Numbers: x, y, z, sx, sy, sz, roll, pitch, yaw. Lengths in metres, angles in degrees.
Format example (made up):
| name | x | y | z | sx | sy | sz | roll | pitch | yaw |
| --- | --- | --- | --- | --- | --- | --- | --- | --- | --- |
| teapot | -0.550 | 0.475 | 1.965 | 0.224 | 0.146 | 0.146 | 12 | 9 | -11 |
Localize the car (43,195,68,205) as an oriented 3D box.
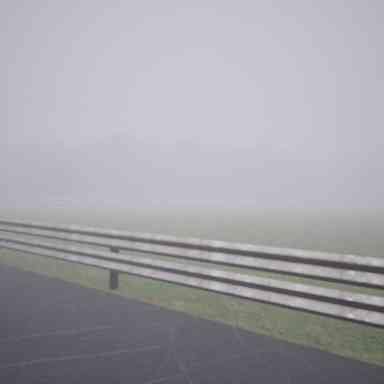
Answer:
| name | x | y | z | sx | sy | sz | roll | pitch | yaw |
| --- | --- | --- | --- | --- | --- | --- | --- | --- | --- |
| car | -22.811 | 1.367 | 55.944 | 5.366 | 1.575 | 1.801 | 0 | 0 | 5 |
